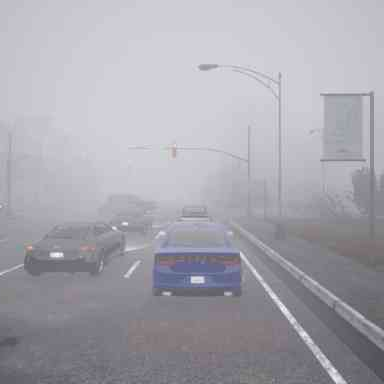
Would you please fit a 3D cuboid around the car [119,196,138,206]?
[{"bbox_3d":[-10.495,1.491,55.476,2.128,1.511,4.902,0,0,0],"label":"car"}]

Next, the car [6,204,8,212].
[{"bbox_3d":[-22.534,1.526,36.764,4.674,1.442,1.812,0,0,3],"label":"car"}]

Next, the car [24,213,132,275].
[{"bbox_3d":[-3.393,1.564,10.423,1.994,1.385,4.181,0,0,1],"label":"car"}]

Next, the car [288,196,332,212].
[{"bbox_3d":[14.077,1.478,38.341,5.008,1.535,1.882,0,0,3],"label":"car"}]

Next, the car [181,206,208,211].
[{"bbox_3d":[0.129,1.491,18.148,2.128,1.511,4.902,0,0,0],"label":"car"}]

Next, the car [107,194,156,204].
[{"bbox_3d":[-6.550,1.221,35.837,5.566,2.045,2.150,0,0,3],"label":"car"}]

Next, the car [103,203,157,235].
[{"bbox_3d":[-3.370,1.564,18.806,1.994,1.385,4.181,0,0,0],"label":"car"}]

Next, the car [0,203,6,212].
[{"bbox_3d":[-21.804,1.478,33.148,5.008,1.535,1.882,0,0,5],"label":"car"}]

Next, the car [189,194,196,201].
[{"bbox_3d":[0.141,1.533,85.615,2.033,1.411,5.357,0,0,0],"label":"car"}]

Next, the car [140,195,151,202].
[{"bbox_3d":[-10.378,1.524,74.431,1.812,1.442,4.674,0,0,0],"label":"car"}]

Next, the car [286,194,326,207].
[{"bbox_3d":[14.791,1.221,41.826,5.566,2.045,2.150,0,0,2],"label":"car"}]

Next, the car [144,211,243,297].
[{"bbox_3d":[0.113,1.478,8.649,1.882,1.535,5.008,0,0,0],"label":"car"}]

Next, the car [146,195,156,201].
[{"bbox_3d":[-10.361,1.549,84.458,1.994,1.385,4.181,0,0,0],"label":"car"}]

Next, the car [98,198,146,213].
[{"bbox_3d":[-6.972,1.564,32.355,4.181,1.385,1.994,0,0,3],"label":"car"}]

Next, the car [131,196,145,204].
[{"bbox_3d":[-10.420,1.564,64.827,1.994,1.385,4.181,0,0,2],"label":"car"}]

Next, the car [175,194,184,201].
[{"bbox_3d":[-3.359,1.349,86.007,2.097,1.767,4.553,0,0,0],"label":"car"}]
